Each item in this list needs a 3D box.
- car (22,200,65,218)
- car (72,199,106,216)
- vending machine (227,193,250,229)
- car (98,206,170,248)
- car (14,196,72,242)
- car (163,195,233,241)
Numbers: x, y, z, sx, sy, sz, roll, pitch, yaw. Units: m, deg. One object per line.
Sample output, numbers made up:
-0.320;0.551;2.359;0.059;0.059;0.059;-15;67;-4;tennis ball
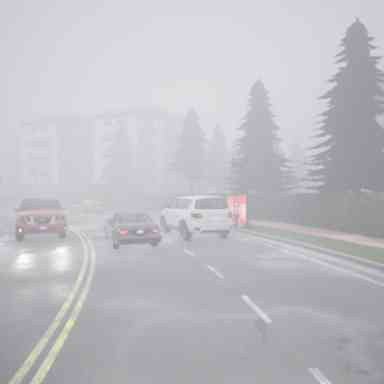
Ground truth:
-14.504;1.541;32.324;4.902;1.511;2.128;0;0;44;car
-10.381;1.494;33.135;1.882;1.535;5.008;0;0;-43;car
2.864;1.135;20.539;1.100;2.100;0.880;0;0;-24;vending machine
-2.797;1.541;14.800;2.033;1.411;5.357;0;0;-20;car
-7.860;1.249;17.275;2.150;2.045;5.566;0;0;-27;car
0.050;1.189;16.922;2.150;2.045;5.566;0;0;-21;car
